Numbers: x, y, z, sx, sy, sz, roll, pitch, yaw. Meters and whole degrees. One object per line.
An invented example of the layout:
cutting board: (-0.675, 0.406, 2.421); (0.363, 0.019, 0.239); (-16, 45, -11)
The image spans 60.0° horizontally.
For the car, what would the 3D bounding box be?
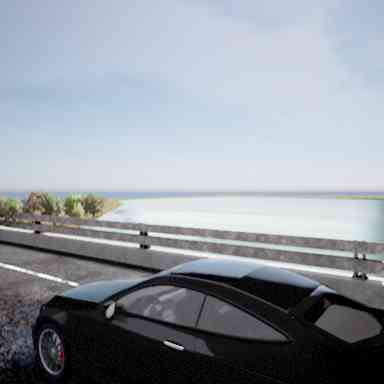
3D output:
car: (0.115, 1.517, 3.772); (4.674, 1.442, 1.812); (0, 0, 35)
